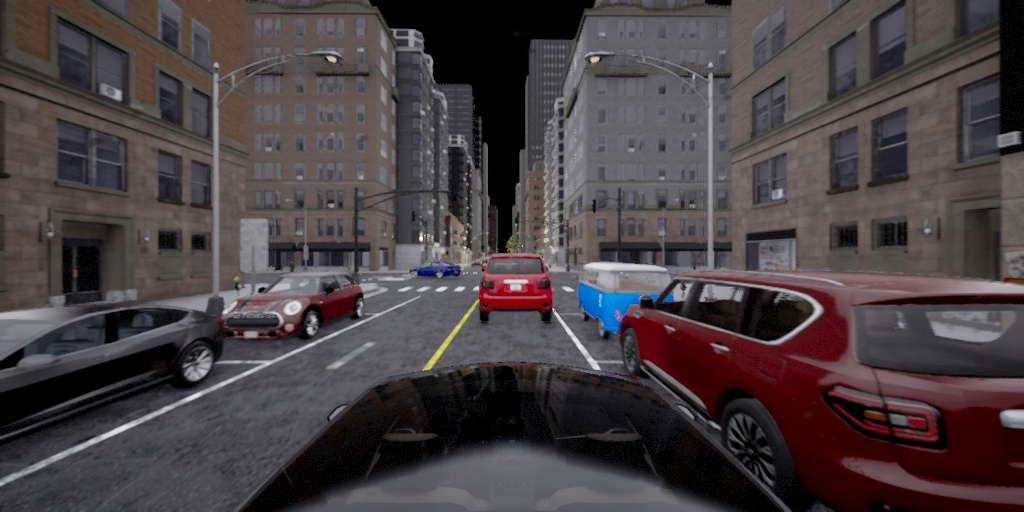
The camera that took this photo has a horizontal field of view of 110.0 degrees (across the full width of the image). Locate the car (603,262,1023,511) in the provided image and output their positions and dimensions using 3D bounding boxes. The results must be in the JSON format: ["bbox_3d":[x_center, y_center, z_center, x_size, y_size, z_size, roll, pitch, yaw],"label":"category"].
[{"bbox_3d":[2.858,1.061,4.254,2.192,1.841,5.009,0,0,0],"label":"car"}]

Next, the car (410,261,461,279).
[{"bbox_3d":[-6.856,1.193,31.769,5.008,1.535,1.882,0,-1,31],"label":"car"}]

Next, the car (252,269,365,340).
[{"bbox_3d":[-5.667,1.179,9.774,1.967,1.591,4.097,0,0,0],"label":"car"}]

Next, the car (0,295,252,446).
[{"bbox_3d":[-5.668,1.312,4.249,1.948,1.339,4.313,0,0,0],"label":"car"}]

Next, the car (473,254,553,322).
[{"bbox_3d":[0.107,0.954,12.353,2.150,2.045,5.566,0,0,0],"label":"car"}]

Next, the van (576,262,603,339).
[{"bbox_3d":[2.859,1.080,9.778,1.690,1.789,3.998,0,0,0],"label":"van"}]
